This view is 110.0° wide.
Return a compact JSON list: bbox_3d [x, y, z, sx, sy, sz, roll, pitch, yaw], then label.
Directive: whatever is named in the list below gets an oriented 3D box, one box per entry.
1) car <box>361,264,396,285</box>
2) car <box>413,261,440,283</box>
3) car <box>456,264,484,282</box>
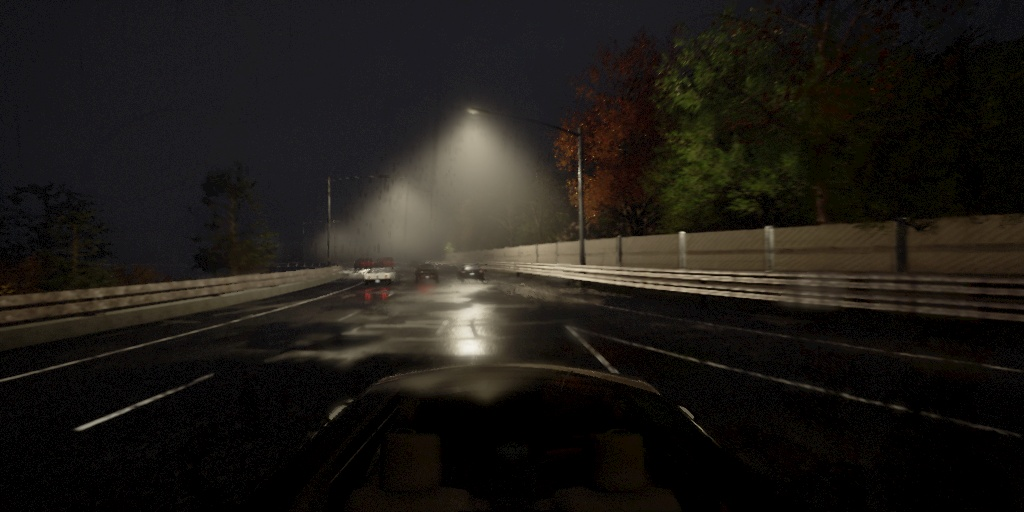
[{"bbox_3d":[-10.145,1.534,27.872,1.895,1.301,4.718,-1,0,-13],"label":"car"},{"bbox_3d":[-7.116,1.391,30.054,1.837,1.490,4.892,-1,0,-14],"label":"car"},{"bbox_3d":[-3.586,1.394,30.315,1.994,1.385,4.181,-1,0,-14],"label":"car"}]
